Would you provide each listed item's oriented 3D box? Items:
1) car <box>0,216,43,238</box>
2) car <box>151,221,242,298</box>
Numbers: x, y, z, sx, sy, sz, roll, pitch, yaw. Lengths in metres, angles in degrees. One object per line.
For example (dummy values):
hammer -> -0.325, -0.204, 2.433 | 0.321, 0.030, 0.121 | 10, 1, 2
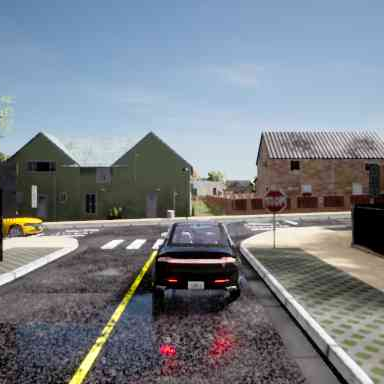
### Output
car -> -11.160, 1.833, 18.932 | 5.008, 1.535, 1.882 | -2, 0, 0
car -> 0.159, 1.493, 8.513 | 2.128, 1.511, 4.902 | 0, 0, 2
